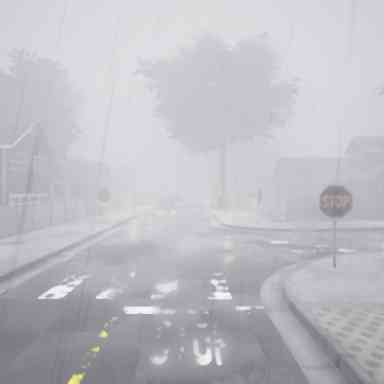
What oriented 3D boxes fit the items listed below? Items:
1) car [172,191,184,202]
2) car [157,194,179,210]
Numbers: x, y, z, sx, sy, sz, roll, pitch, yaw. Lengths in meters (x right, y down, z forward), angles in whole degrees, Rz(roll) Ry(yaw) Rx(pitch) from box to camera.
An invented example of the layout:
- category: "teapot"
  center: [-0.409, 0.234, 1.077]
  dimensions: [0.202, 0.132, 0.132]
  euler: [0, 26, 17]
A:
- category: "car"
  center: [-2.757, 0.865, 61.422]
  dimensions: [2.150, 2.045, 5.566]
  euler: [0, 0, 0]
- category: "car"
  center: [-2.848, 1.308, 38.297]
  dimensions: [1.812, 1.442, 4.674]
  euler: [0, 0, 0]
